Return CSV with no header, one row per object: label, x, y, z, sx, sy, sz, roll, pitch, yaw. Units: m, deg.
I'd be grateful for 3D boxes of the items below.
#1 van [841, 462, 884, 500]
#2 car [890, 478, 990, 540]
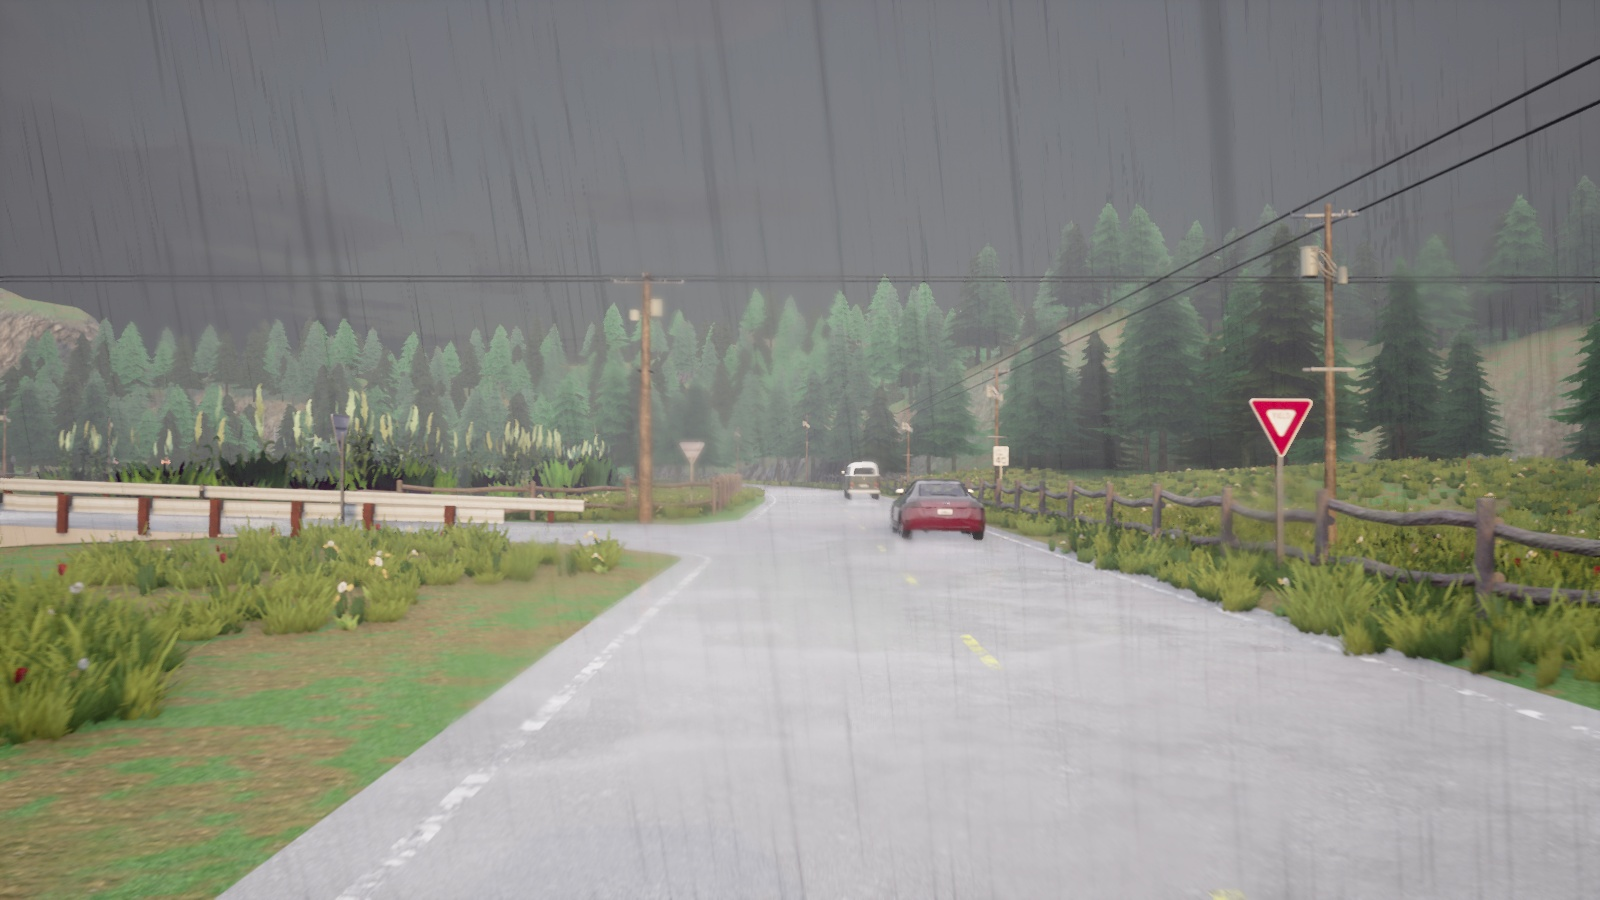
van,3.431,1.689,69.565,2.069,2.038,4.480,0,-1,-1
car,3.311,1.374,30.520,1.994,1.385,4.181,0,-1,0
